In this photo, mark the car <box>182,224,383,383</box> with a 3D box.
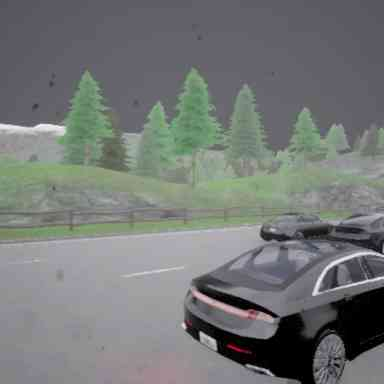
[{"bbox_3d":[2.164,1.534,5.285,4.902,1.511,2.128,0,0,-35],"label":"car"}]

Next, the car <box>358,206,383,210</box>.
[{"bbox_3d":[14.940,1.804,27.302,4.181,1.385,1.994,1,0,-35],"label":"car"}]

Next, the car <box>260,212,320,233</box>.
[{"bbox_3d":[5.250,1.681,16.084,4.181,1.385,1.994,1,0,-35],"label":"car"}]

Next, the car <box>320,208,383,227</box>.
[{"bbox_3d":[7.544,1.626,13.421,4.892,1.490,1.837,0,0,-35],"label":"car"}]
